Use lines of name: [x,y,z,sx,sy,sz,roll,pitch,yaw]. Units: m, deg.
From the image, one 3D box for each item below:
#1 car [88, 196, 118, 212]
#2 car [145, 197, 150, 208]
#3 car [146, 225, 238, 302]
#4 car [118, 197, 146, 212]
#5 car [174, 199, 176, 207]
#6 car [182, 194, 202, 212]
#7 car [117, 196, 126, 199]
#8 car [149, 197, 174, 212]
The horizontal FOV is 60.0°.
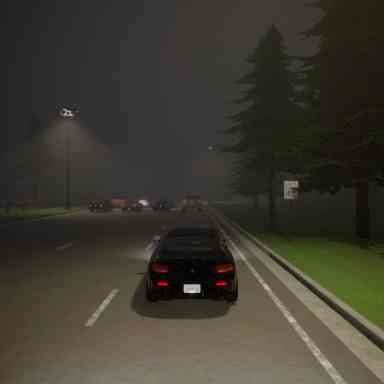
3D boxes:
car: [-10.493,1.547,38.739,2.033,1.411,5.357,0,0,0]
car: [-6.991,1.526,49.158,1.812,1.442,4.674,0,0,0]
car: [0.002,1.526,8.124,1.812,1.442,4.674,0,0,0]
car: [-6.993,1.601,39.185,1.895,1.301,4.718,0,0,0]
car: [-3.491,1.478,49.157,1.882,1.535,5.008,0,0,0]
car: [0.007,1.221,38.767,2.150,2.045,5.566,0,0,0]
car: [-10.491,1.352,49.129,2.097,1.767,4.553,0,0,0]
car: [-3.493,1.564,39.154,1.994,1.385,4.181,0,0,0]
